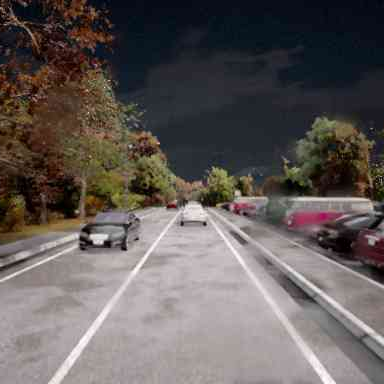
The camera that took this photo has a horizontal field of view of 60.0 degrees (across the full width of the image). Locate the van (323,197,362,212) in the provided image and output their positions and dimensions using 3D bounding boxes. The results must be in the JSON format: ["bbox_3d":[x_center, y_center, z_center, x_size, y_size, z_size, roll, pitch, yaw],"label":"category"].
[{"bbox_3d":[20.300,1.693,44.911,4.442,1.987,1.878,0,-1,0],"label":"van"}]

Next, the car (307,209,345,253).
[{"bbox_3d":[7.043,1.512,11.842,5.008,1.535,2.097,0,0,0],"label":"car"}]

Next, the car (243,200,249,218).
[{"bbox_3d":[7.079,1.683,28.478,4.674,1.452,2.002,0,-1,0],"label":"car"}]

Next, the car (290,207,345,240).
[{"bbox_3d":[7.056,1.554,14.618,4.674,1.452,2.002,0,0,0],"label":"car"}]

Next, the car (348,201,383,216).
[{"bbox_3d":[20.165,1.778,36.597,5.008,1.535,2.097,0,-1,0],"label":"car"}]

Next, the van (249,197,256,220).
[{"bbox_3d":[6.955,1.370,25.707,4.442,1.987,1.878,0,-1,0],"label":"van"}]

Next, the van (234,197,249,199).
[{"bbox_3d":[7.212,1.604,39.586,4.442,1.987,1.878,0,-1,0],"label":"van"}]

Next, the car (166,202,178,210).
[{"bbox_3d":[-3.269,2.278,56.246,1.895,1.301,4.718,0,-2,1],"label":"car"}]

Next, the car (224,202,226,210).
[{"bbox_3d":[7.134,1.953,45.132,4.792,1.488,2.163,0,-1,0],"label":"car"}]

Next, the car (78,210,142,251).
[{"bbox_3d":[-3.350,1.541,14.348,2.128,1.511,4.902,0,0,0],"label":"car"}]

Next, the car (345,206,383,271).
[{"bbox_3d":[7.012,1.384,9.066,4.553,1.767,2.185,0,0,0],"label":"car"}]

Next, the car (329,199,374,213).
[{"bbox_3d":[20.148,1.746,42.140,4.553,1.767,2.185,0,-1,0],"label":"car"}]

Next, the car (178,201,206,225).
[{"bbox_3d":[0.106,1.668,25.175,1.812,1.442,4.674,0,-1,0],"label":"car"}]

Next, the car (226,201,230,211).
[{"bbox_3d":[7.102,1.917,42.357,4.674,1.452,2.002,0,-1,0],"label":"car"}]

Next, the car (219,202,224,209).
[{"bbox_3d":[7.081,1.719,47.913,5.566,2.045,2.435,0,-1,0],"label":"car"}]

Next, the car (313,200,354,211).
[{"bbox_3d":[20.182,1.966,47.677,4.892,1.521,2.231,0,-1,0],"label":"car"}]

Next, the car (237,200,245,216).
[{"bbox_3d":[7.051,1.719,31.255,4.792,1.488,2.163,0,-1,0],"label":"car"}]

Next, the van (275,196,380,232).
[{"bbox_3d":[6.941,1.290,17.395,4.442,1.987,1.878,0,0,0],"label":"van"}]

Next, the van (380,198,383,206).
[{"bbox_3d":[20.277,1.459,31.061,4.442,1.987,1.878,0,-1,0],"label":"van"}]

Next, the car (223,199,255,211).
[{"bbox_3d":[7.145,1.894,50.682,4.553,1.767,2.185,0,-1,0],"label":"car"}]

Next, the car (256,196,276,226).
[{"bbox_3d":[7.091,1.267,20.171,5.566,2.045,2.435,0,0,0],"label":"car"}]

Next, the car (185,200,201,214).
[{"bbox_3d":[0.124,1.872,42.625,1.882,1.535,5.008,0,-1,0],"label":"car"}]

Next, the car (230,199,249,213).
[{"bbox_3d":[7.096,1.783,36.806,5.008,1.535,2.097,0,-1,0],"label":"car"}]

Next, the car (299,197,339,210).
[{"bbox_3d":[20.225,1.815,53.217,5.566,2.045,2.435,0,-1,0],"label":"car"}]
